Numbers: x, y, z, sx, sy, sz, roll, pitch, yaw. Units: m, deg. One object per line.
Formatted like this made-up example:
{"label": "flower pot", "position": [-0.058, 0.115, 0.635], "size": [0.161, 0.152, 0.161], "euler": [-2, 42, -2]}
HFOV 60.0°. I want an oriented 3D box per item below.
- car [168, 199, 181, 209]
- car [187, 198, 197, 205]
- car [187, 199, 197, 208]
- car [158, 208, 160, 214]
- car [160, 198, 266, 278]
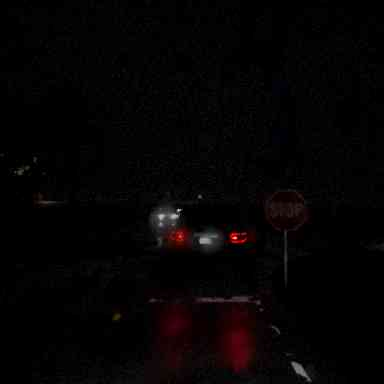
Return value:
{"label": "car", "position": [-2.816, 2.005, 55.381], "size": [1.882, 1.535, 5.008], "euler": [0, -1, 0]}
{"label": "car", "position": [0.005, 2.136, 73.354], "size": [2.128, 1.511, 4.902], "euler": [0, -1, 0]}
{"label": "car", "position": [0.005, 2.144, 63.068], "size": [1.812, 1.442, 4.674], "euler": [0, -1, 0]}
{"label": "car", "position": [-2.842, 1.878, 39.715], "size": [1.812, 1.442, 4.674], "euler": [0, -1, 0]}
{"label": "car", "position": [1.056, 1.307, 10.763], "size": [2.150, 2.045, 5.566], "euler": [-1, 0, 16]}
